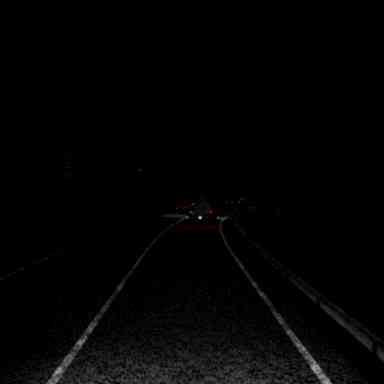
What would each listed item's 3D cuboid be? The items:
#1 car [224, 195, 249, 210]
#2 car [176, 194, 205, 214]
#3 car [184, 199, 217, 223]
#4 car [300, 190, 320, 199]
[{"bbox_3d":[5.551,1.238,41.075,2.097,1.767,4.553,-3,-1,23],"label":"car"},{"bbox_3d":[0.030,1.260,36.621,2.150,2.045,5.566,-2,-1,18],"label":"car"},{"bbox_3d":[0.860,1.506,24.894,1.812,1.442,4.674,-1,0,8],"label":"car"},{"bbox_3d":[24.645,0.558,69.494,4.553,1.767,2.097,-2,-3,-37],"label":"car"}]
